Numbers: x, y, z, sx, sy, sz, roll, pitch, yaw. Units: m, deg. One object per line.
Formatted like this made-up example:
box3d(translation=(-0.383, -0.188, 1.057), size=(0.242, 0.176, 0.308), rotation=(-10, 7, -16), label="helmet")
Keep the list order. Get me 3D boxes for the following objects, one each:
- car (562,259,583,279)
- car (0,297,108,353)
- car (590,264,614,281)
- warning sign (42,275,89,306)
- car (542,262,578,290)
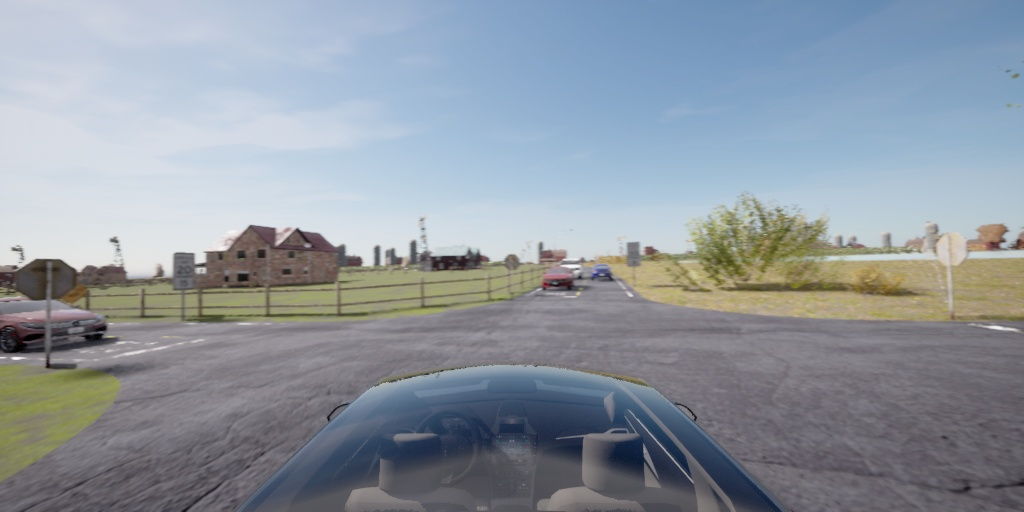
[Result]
box3d(translation=(6.019, 1.290, 36.655), size=(2.150, 2.045, 5.566), rotation=(-2, -1, 13), label="car")
box3d(translation=(-14.784, 1.967, 10.799), size=(4.674, 1.442, 1.812), rotation=(-2, -2, 12), label="car")
box3d(translation=(8.361, 1.483, 33.538), size=(1.812, 1.442, 4.674), rotation=(-2, -1, 13), label="car")
box3d(translation=(-21.943, 2.068, 17.841), size=(1.060, 1.860, 1.300), rotation=(0, 0, 13), label="warning sign")
box3d(translation=(3.255, 1.454, 24.740), size=(1.882, 1.535, 5.008), rotation=(-2, -1, 13), label="car")
